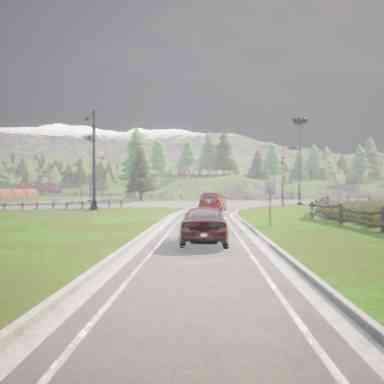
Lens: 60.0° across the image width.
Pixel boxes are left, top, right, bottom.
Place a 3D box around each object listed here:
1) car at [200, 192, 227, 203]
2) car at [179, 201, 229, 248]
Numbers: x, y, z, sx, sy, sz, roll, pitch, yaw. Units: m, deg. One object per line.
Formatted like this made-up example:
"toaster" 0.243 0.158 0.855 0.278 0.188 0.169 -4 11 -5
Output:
"car" 2.200 1.003 33.877 2.150 2.045 5.566 0 0 13
"car" 0.513 1.384 14.441 1.882 1.535 5.008 0 0 2
